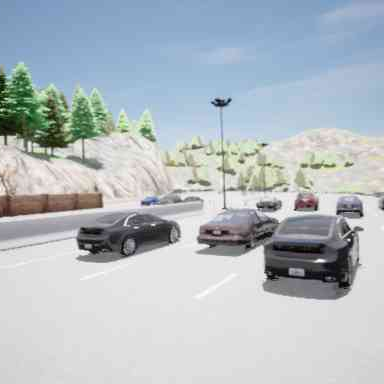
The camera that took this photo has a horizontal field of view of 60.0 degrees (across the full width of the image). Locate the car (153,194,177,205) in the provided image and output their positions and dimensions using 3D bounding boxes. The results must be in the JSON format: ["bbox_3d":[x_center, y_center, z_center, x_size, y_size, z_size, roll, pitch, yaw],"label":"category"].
[{"bbox_3d":[-2.899,1.191,44.423,2.097,1.767,4.553,-2,0,22],"label":"car"}]

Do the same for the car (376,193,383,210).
[{"bbox_3d":[17.342,0.750,28.885,1.837,1.490,4.892,-2,0,24],"label":"car"}]

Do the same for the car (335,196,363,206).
[{"bbox_3d":[11.866,0.999,25.153,2.033,1.411,5.357,-2,0,25],"label":"car"}]

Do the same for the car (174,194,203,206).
[{"bbox_3d":[-0.051,1.264,42.108,1.837,1.490,4.892,-2,0,22],"label":"car"}]

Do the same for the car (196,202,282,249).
[{"bbox_3d":[2.094,1.396,13.778,2.033,1.411,5.357,-2,0,29],"label":"car"}]

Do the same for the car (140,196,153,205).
[{"bbox_3d":[-6.632,1.423,54.147,1.882,1.535,5.008,-2,0,19],"label":"car"}]

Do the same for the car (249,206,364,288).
[{"bbox_3d":[3.340,1.339,8.908,1.837,1.490,4.892,-2,0,30],"label":"car"}]

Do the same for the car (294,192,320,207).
[{"bbox_3d":[11.191,0.785,32.323,2.097,1.767,4.553,-2,0,23],"label":"car"}]

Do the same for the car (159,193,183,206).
[{"bbox_3d":[-3.314,1.168,53.052,2.097,1.767,4.553,-2,0,19],"label":"car"}]

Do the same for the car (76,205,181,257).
[{"bbox_3d":[-2.270,1.504,13.194,1.837,1.490,4.892,-2,0,30],"label":"car"}]

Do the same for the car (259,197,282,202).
[{"bbox_3d":[7.749,1.146,33.068,1.895,1.301,4.718,-2,0,24],"label":"car"}]
